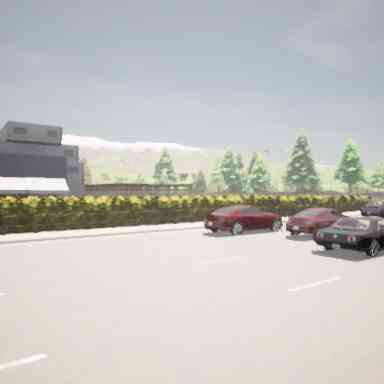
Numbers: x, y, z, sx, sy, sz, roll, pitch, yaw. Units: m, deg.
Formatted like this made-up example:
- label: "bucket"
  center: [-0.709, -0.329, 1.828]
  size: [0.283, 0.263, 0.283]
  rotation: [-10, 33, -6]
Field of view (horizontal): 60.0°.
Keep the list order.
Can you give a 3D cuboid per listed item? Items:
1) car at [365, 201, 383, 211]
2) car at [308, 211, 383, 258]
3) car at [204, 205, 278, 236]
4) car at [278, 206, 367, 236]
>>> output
- label: "car"
  center: [16.290, 1.548, 28.455]
  size: [4.902, 1.511, 2.128]
  rotation: [0, 0, -38]
- label: "car"
  center: [6.892, 1.626, 12.986]
  size: [4.718, 1.301, 1.895]
  rotation: [0, 0, -35]
- label: "car"
  center: [2.977, 1.503, 18.794]
  size: [5.008, 1.535, 1.882]
  rotation: [0, 0, -35]
- label: "car"
  center: [6.839, 1.555, 17.248]
  size: [4.674, 1.442, 1.812]
  rotation: [0, 0, -36]
